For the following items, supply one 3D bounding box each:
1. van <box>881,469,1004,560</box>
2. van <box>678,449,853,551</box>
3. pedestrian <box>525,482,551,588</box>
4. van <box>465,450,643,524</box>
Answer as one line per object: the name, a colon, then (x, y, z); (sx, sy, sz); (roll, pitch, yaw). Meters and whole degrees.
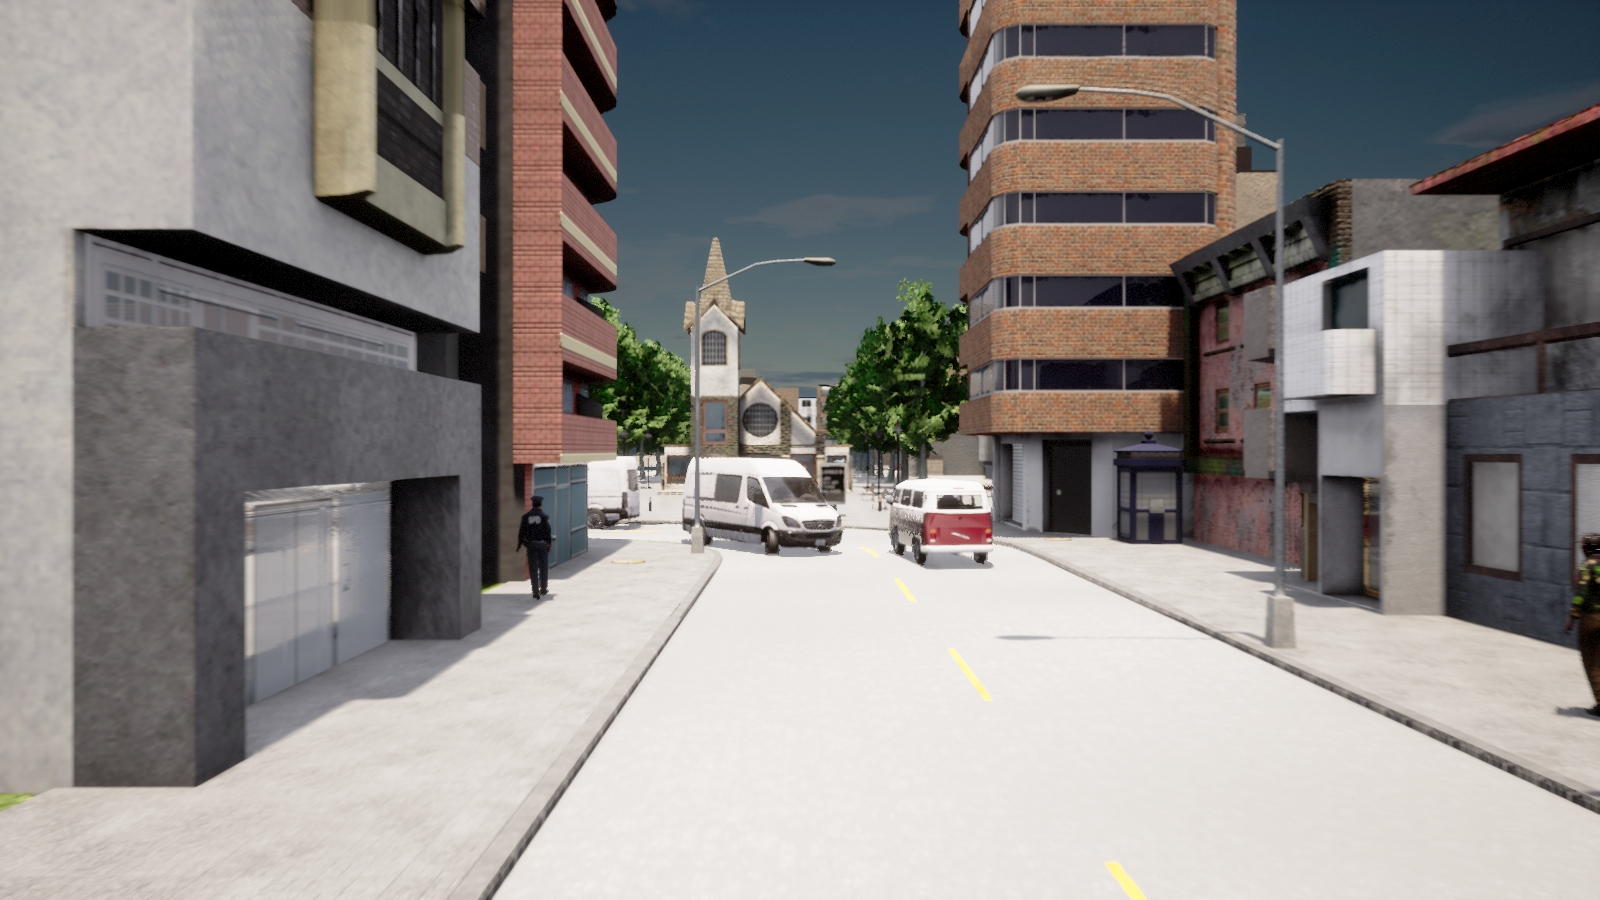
van: (3.513, 1.542, 29.067); (2.069, 2.038, 4.480); (0, 0, -7)
van: (-1.109, 1.291, 32.035); (1.988, 2.561, 5.915); (2, -1, -34)
pedestrian: (-4.677, 1.507, 20.412); (0.375, 1.860, 0.375); (0, 0, -1)
van: (-8.756, 1.285, 40.884); (5.915, 2.561, 1.988); (0, 0, 6)
